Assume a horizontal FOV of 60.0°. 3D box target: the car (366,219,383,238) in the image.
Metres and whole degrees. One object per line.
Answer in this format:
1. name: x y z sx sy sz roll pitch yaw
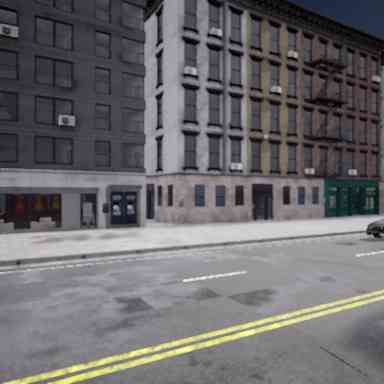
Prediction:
1. car: 11.475 1.699 17.424 5.357 1.411 2.033 0 0 -30
